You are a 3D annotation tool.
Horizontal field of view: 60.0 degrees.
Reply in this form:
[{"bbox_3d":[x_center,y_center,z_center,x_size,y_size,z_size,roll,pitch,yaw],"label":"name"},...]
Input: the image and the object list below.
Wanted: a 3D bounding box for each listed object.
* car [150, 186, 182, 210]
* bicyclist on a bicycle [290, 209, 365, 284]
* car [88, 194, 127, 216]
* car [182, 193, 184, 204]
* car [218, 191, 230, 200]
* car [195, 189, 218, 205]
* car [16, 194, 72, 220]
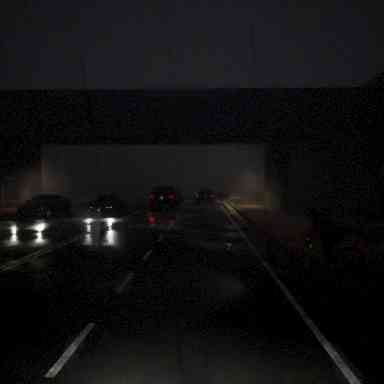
[{"bbox_3d":[-2.349,0.491,29.572,2.150,2.045,5.566,0,1,2],"label":"car"},{"bbox_3d":[2.912,1.174,7.330,1.656,1.620,0.582,-9,1,2],"label":"bicyclist on a bicycle"},{"bbox_3d":[-6.137,0.913,24.609,1.837,1.490,4.892,0,1,2],"label":"car"},{"bbox_3d":[-2.004,0.606,38.919,1.994,1.385,4.181,0,1,1],"label":"car"},{"bbox_3d":[3.798,0.444,47.454,1.895,1.301,4.718,1,2,28],"label":"car"},{"bbox_3d":[1.423,0.450,36.837,2.097,1.767,4.553,0,1,2],"label":"car"},{"bbox_3d":[-9.810,0.910,22.408,1.882,1.535,5.008,0,1,2],"label":"car"}]
